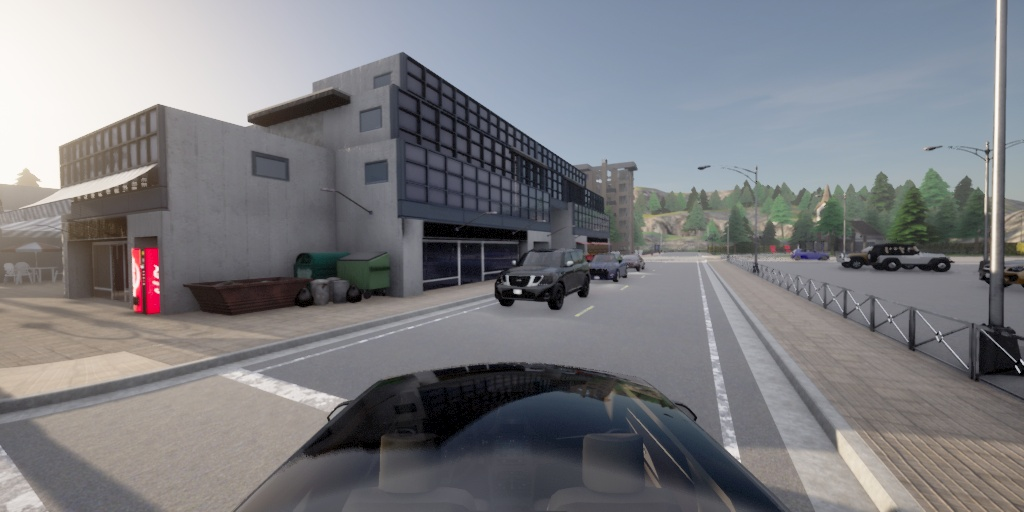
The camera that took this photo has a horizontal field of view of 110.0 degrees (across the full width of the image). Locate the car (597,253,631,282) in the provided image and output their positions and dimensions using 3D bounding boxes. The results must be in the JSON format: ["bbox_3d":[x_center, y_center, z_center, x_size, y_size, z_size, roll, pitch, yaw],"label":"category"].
[{"bbox_3d":[5.899,0.615,22.621,2.097,1.767,4.553,0,1,27],"label":"car"}]

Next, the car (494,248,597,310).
[{"bbox_3d":[1.426,0.723,13.861,2.150,2.045,5.566,0,1,27],"label":"car"}]

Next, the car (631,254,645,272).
[{"bbox_3d":[10.557,0.542,31.732,1.812,1.442,4.674,0,1,27],"label":"car"}]
